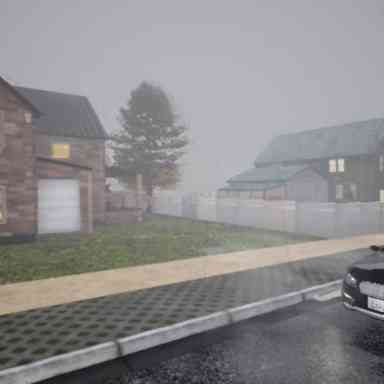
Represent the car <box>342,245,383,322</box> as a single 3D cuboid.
[{"bbox_3d":[4.899,1.481,6.504,4.902,1.511,2.128,0,0,-35],"label":"car"}]
